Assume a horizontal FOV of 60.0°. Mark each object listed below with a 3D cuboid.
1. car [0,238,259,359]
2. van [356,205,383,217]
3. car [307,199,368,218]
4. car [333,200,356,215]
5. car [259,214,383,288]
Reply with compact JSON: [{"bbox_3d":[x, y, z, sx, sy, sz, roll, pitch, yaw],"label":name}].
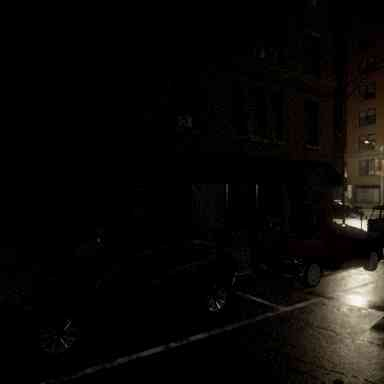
[{"bbox_3d":[-1.070,1.566,5.988,4.313,1.339,1.947,0,0,-35],"label":"car"},{"bbox_3d":[8.174,1.339,12.522,3.998,1.788,1.690,0,0,-35],"label":"van"},{"bbox_3d":[13.521,1.488,31.207,2.128,1.511,4.902,0,0,-36],"label":"car"},{"bbox_3d":[11.682,1.584,28.209,1.895,1.301,4.718,0,0,-36],"label":"car"},{"bbox_3d":[3.551,1.544,9.255,4.507,1.381,1.887,0,0,-35],"label":"car"}]
